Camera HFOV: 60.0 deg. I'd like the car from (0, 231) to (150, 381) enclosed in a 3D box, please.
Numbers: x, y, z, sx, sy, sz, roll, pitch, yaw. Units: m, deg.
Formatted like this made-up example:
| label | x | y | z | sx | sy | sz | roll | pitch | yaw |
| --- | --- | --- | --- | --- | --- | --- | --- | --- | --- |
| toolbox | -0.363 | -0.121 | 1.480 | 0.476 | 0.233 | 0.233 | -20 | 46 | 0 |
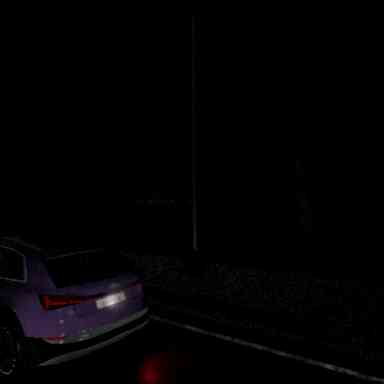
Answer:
| label | x | y | z | sx | sy | sz | roll | pitch | yaw |
| --- | --- | --- | --- | --- | --- | --- | --- | --- | --- |
| car | -2.881 | 1.491 | 5.620 | 4.856 | 1.649 | 2.033 | -1 | 0 | 36 |
